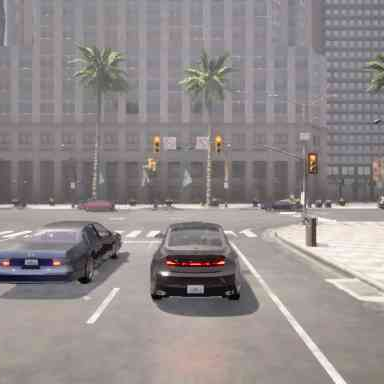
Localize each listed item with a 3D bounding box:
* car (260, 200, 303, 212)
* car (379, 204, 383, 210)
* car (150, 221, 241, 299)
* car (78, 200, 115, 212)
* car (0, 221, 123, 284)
[{"bbox_3d":[10.291,1.601,38.523,4.718,1.301,1.895,0,0,0],"label":"car"},{"bbox_3d":[24.348,1.601,38.482,4.718,1.301,1.895,0,0,0],"label":"car"},{"bbox_3d":[0.076,1.505,8.424,1.837,1.490,4.892,0,0,0],"label":"car"},{"bbox_3d":[-11.022,1.564,38.586,4.181,1.385,1.994,0,0,0],"label":"car"},{"bbox_3d":[-3.421,1.547,9.618,2.033,1.411,5.357,0,0,0],"label":"car"}]
